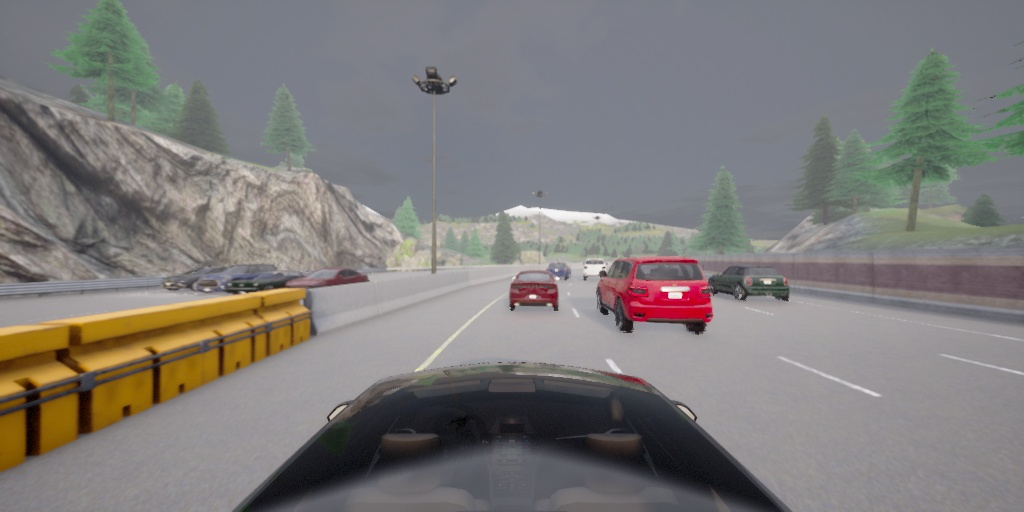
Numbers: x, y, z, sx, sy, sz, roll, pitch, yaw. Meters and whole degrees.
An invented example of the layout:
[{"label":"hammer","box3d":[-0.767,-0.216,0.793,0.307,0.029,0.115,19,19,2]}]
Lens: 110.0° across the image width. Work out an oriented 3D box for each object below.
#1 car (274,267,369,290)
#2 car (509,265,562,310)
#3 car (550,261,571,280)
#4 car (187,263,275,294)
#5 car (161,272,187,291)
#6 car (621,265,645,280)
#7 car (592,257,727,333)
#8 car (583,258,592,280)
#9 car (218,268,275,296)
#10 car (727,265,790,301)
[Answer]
[{"label":"car","box3d":[-9.372,1.353,18.569,1.882,1.535,5.008,0,0,7]},{"label":"car","box3d":[1.009,1.339,15.380,1.882,1.535,5.008,0,0,6]},{"label":"car","box3d":[4.642,1.378,35.257,2.097,1.767,4.553,0,0,14]},{"label":"car","box3d":[-16.044,1.243,21.468,2.097,1.767,4.553,0,0,8]},{"label":"car","box3d":[-19.367,1.404,22.959,1.837,1.490,4.892,0,0,8]},{"label":"car","box3d":[12.073,1.604,35.981,1.994,1.385,4.181,0,0,15]},{"label":"car","box3d":[4.100,1.053,11.213,2.150,2.045,5.566,0,0,4]},{"label":"car","box3d":[8.129,1.249,34.924,2.150,2.045,5.566,0,0,14]},{"label":"car","box3d":[-12.805,1.480,19.528,1.895,1.301,4.718,0,0,8]},{"label":"car","box3d":[11.987,1.251,18.526,2.097,1.767,4.553,0,0,7]}]
